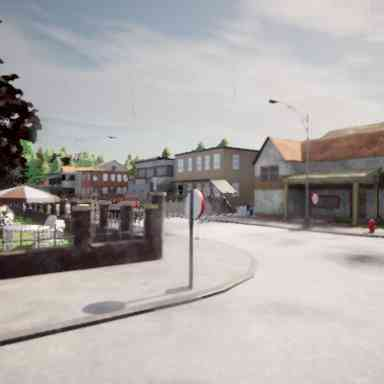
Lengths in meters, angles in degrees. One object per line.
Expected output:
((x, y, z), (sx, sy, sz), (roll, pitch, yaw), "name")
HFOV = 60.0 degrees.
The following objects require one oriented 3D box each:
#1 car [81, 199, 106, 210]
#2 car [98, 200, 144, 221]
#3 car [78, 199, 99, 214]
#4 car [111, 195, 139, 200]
((-13.944, 1.733, 46.943), (1.994, 1.385, 4.181), (1, 0, -35), "car")
((-5.791, 1.671, 28.251), (2.033, 1.411, 5.357), (1, 0, -35), "car")
((-11.800, 1.616, 36.715), (2.128, 1.511, 4.902), (1, 0, -35), "car")
((-7.931, 1.390, 38.496), (2.150, 2.045, 5.566), (1, 0, -35), "car")
